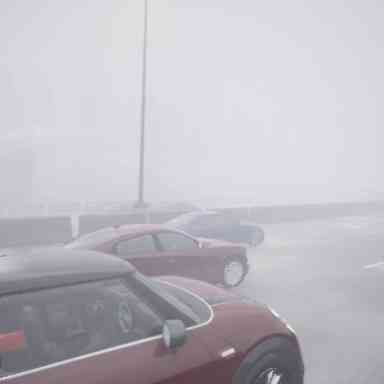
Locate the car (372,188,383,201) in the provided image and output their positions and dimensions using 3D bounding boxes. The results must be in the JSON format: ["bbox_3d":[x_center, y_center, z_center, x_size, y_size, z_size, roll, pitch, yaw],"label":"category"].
[{"bbox_3d":[30.843,0.393,51.714,5.566,2.045,2.150,-1,1,-35],"label":"car"}]

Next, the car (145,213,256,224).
[{"bbox_3d":[-0.887,1.457,7.414,5.008,1.535,1.882,0,0,-36],"label":"car"}]

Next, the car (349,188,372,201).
[{"bbox_3d":[28.720,0.395,54.486,5.566,2.045,2.150,-1,1,-35],"label":"car"}]

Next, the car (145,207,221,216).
[{"bbox_3d":[0.772,1.469,12.914,4.674,1.442,1.812,-1,0,-36],"label":"car"}]

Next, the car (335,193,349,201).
[{"bbox_3d":[26.618,0.777,57.275,4.718,1.301,1.895,-2,1,-35],"label":"car"}]

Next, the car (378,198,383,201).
[{"bbox_3d":[15.252,1.263,23.227,4.674,1.442,1.812,-1,1,-36],"label":"car"}]

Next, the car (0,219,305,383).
[{"bbox_3d":[-1.047,1.347,3.000,4.553,1.767,2.097,0,0,-36],"label":"car"}]

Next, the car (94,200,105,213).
[{"bbox_3d":[-5.637,1.448,30.067,5.357,1.411,2.033,-1,0,-35],"label":"car"}]

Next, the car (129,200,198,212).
[{"bbox_3d":[-1.700,1.394,24.275,4.902,1.511,2.128,-1,0,-35],"label":"car"}]

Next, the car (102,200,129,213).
[{"bbox_3d":[-4.356,1.511,26.681,4.718,1.301,1.895,-1,0,-36],"label":"car"}]

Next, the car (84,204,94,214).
[{"bbox_3d":[-8.312,1.473,32.456,4.181,1.385,1.994,-1,0,-35],"label":"car"}]
